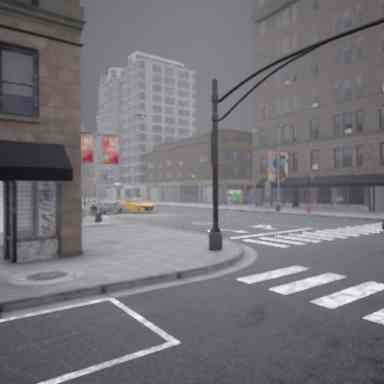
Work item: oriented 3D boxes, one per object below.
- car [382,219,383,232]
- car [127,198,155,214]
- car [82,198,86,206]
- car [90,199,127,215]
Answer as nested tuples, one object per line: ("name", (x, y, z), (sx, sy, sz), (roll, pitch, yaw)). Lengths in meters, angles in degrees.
("car", (10.517, 1.387, 14.804), (1.837, 1.490, 4.892), (2, 0, -1))
("car", (-5.538, 1.330, 33.976), (1.882, 1.535, 5.008), (-1, 0, -36))
("car", (-17.706, 1.352, 50.970), (1.812, 1.442, 4.674), (-1, 0, -36))
("car", (-8.410, 1.403, 32.425), (1.812, 1.442, 4.674), (-1, 0, -36))
